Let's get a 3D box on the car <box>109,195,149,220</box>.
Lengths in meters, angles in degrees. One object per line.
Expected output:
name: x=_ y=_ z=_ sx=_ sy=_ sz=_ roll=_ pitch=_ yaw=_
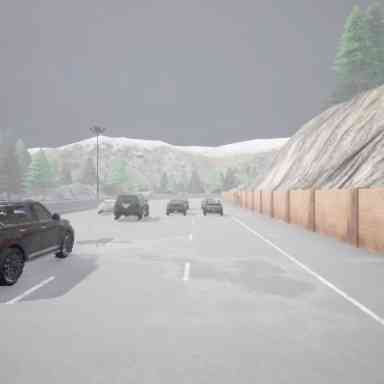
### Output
car: x=-5.047 y=1.224 z=28.288 sx=2.150 sy=2.045 sz=5.566 roll=0 pitch=0 yaw=1

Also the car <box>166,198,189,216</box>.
car: x=-1.486 y=1.505 z=32.982 sx=1.837 sy=1.490 sz=4.892 roll=0 pitch=0 yaw=0

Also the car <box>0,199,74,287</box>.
car: x=-5.298 y=1.219 z=9.484 sx=2.150 sy=2.045 sz=5.566 roll=0 pitch=0 yaw=1

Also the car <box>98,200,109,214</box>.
car: x=-8.464 y=1.526 z=34.851 sx=1.812 sy=1.442 sz=4.674 roll=0 pitch=0 yaw=0

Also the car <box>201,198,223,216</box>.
car: x=2.013 y=1.491 z=32.808 sx=2.128 sy=1.511 sz=4.902 roll=0 pitch=0 yaw=1

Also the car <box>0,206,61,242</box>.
car: x=-8.694 y=1.526 z=17.408 sx=1.812 sy=1.442 sz=4.674 roll=0 pitch=0 yaw=1

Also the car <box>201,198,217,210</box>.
car: x=2.148 y=1.525 z=43.256 sx=1.812 sy=1.442 sz=4.674 roll=0 pitch=0 yaw=1
